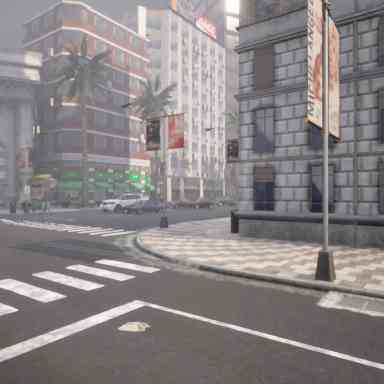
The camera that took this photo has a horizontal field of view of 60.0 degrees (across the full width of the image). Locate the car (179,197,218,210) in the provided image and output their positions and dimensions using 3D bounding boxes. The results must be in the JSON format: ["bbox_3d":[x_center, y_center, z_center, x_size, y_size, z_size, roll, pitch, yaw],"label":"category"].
[{"bbox_3d":[0.907,1.478,43.629,1.882,1.535,5.008,0,0,38],"label":"car"}]

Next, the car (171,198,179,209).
[{"bbox_3d":[-1.771,1.526,45.847,1.812,1.442,4.674,0,0,37],"label":"car"}]

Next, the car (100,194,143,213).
[{"bbox_3d":[-7.771,1.221,37.844,2.150,2.045,5.566,0,0,36],"label":"car"}]

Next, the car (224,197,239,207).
[{"bbox_3d":[7.438,1.564,51.225,4.181,1.385,1.994,0,0,-43],"label":"car"}]

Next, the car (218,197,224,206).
[{"bbox_3d":[4.881,1.492,53.605,4.902,1.511,2.128,0,0,-44],"label":"car"}]

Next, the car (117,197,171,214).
[{"bbox_3d":[-5.056,1.547,35.651,2.033,1.411,5.357,0,0,36],"label":"car"}]
